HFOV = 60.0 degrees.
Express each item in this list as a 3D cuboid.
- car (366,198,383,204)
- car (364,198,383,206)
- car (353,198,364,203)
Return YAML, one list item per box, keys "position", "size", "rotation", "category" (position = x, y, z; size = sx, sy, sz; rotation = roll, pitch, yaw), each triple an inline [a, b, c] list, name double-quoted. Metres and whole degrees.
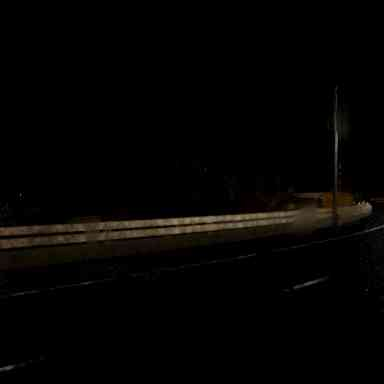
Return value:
- position: [43.308, 2.183, 79.141]
  size: [1.994, 1.385, 4.181]
  rotation: [0, 0, 5]
  category: "car"
- position: [37.912, 2.196, 68.549]
  size: [2.128, 1.511, 4.902]
  rotation: [0, 0, 12]
  category: "car"
- position: [39.831, 2.126, 79.543]
  size: [1.837, 1.490, 4.892]
  rotation: [0, 0, 5]
  category: "car"
